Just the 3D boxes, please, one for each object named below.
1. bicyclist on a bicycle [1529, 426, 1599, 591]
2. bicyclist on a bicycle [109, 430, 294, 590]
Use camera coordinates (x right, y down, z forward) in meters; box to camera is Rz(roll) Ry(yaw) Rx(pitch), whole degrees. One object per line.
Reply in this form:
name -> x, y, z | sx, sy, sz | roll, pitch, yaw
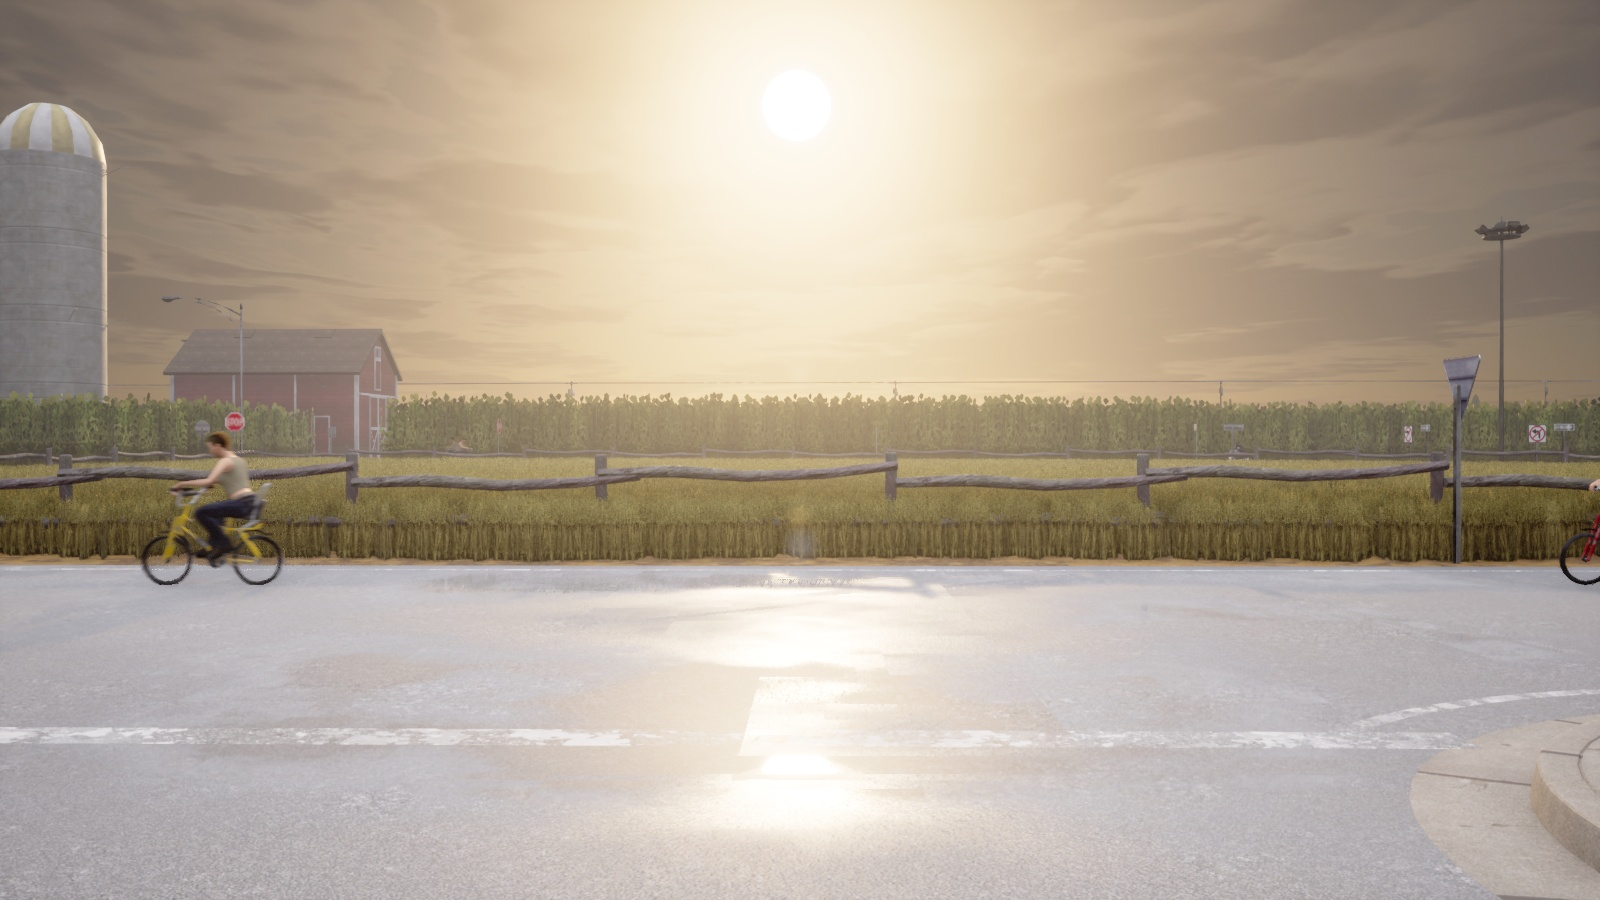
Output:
bicyclist on a bicycle -> 8.478, 0.614, 12.790 | 1.509, 1.612, 0.866 | 3, 0, 1
bicyclist on a bicycle -> -6.203, 0.604, 13.088 | 1.509, 1.612, 0.866 | 0, 0, 1
